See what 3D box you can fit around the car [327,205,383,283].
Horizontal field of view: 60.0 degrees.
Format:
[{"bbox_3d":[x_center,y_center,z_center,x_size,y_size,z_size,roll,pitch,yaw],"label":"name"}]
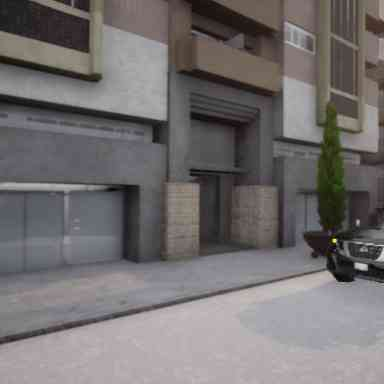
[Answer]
[{"bbox_3d":[5.992,1.355,9.045,5.566,2.045,2.150,1,-1,-36],"label":"car"}]
